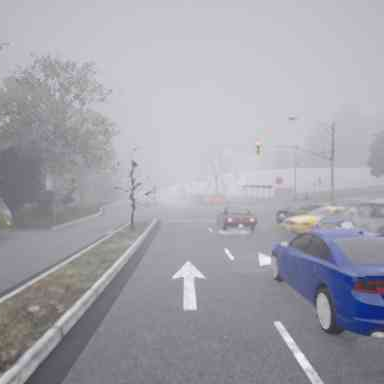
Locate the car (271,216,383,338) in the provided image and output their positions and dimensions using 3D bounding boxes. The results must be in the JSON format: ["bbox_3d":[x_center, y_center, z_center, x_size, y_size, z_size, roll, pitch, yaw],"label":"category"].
[{"bbox_3d":[3.006,1.466,6.759,1.882,1.535,5.008,0,-1,-1],"label":"car"}]

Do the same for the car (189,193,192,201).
[{"bbox_3d":[2.807,1.534,73.394,5.366,1.575,1.946,0,0,-28],"label":"car"}]

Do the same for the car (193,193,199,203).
[{"bbox_3d":[3.799,1.313,64.345,5.566,2.045,2.435,1,0,-27],"label":"car"}]

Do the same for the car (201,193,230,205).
[{"bbox_3d":[4.524,1.458,58.374,4.553,1.767,2.185,0,0,-27],"label":"car"}]

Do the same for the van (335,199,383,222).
[{"bbox_3d":[7.505,1.232,11.555,4.442,1.987,1.878,1,0,-22],"label":"van"}]

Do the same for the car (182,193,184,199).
[{"bbox_3d":[0.599,1.376,88.165,4.553,1.767,2.185,1,0,-28],"label":"car"}]

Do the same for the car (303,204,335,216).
[{"bbox_3d":[7.555,1.328,14.631,4.553,1.767,2.185,1,0,-22],"label":"car"}]

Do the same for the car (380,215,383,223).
[{"bbox_3d":[7.683,1.465,8.581,4.892,1.521,2.231,1,0,-21],"label":"car"}]

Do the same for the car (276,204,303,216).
[{"bbox_3d":[7.248,1.443,17.568,5.366,1.575,1.946,1,0,-22],"label":"car"}]

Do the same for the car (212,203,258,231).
[{"bbox_3d":[2.597,1.567,20.483,1.895,1.301,4.718,0,0,-3],"label":"car"}]

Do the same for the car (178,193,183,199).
[{"bbox_3d":[-0.156,1.251,94.144,5.566,2.045,2.435,1,0,-28],"label":"car"}]

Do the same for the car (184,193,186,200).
[{"bbox_3d":[1.443,1.513,82.229,4.892,1.521,2.231,1,0,-28],"label":"car"}]

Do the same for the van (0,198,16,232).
[{"bbox_3d":[-10.723,1.254,15.512,4.442,1.987,1.878,-1,0,-22],"label":"van"}]

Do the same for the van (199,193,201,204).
[{"bbox_3d":[4.095,1.348,61.321,4.442,1.987,1.878,0,0,-27],"label":"van"}]

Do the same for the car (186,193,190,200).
[{"bbox_3d":[2.268,1.276,76.297,5.566,2.045,2.435,0,0,-28],"label":"car"}]

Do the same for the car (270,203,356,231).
[{"bbox_3d":[7.482,1.478,20.620,4.792,1.488,2.163,1,0,-23],"label":"car"}]
